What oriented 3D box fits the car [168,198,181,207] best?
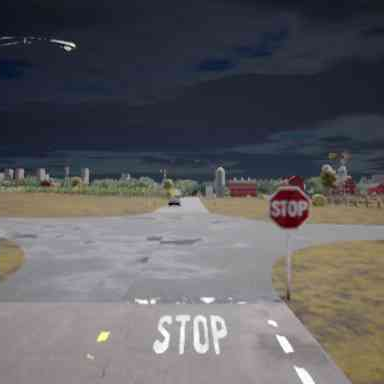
[{"bbox_3d":[-2.611,1.634,50.293,1.895,1.301,4.718,0,0,0],"label":"car"}]
